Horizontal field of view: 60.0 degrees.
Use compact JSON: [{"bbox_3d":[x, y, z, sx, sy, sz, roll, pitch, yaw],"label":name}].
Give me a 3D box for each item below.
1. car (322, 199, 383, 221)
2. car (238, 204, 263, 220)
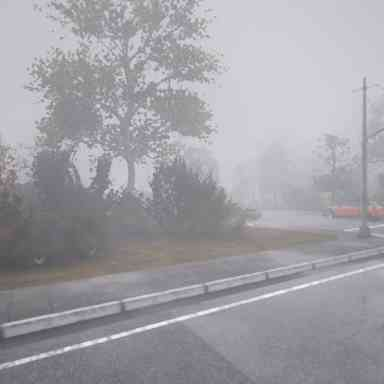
[{"bbox_3d":[13.275,1.404,27.753,2.097,1.767,4.553,0,0,-37],"label":"car"},{"bbox_3d":[3.708,1.639,28.194,1.837,1.490,4.892,0,-1,-40],"label":"car"}]
